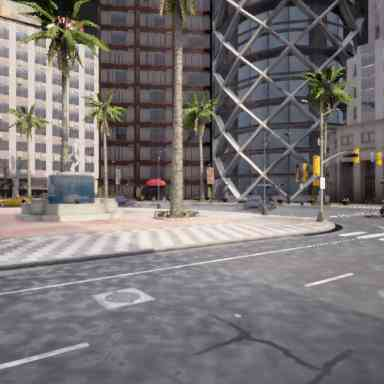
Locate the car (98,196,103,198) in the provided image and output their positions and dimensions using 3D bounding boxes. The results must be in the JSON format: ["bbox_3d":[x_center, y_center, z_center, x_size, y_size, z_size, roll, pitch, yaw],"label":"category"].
[{"bbox_3d":[-16.111,1.525,59.274,4.674,1.442,1.812,0,0,2],"label":"car"}]

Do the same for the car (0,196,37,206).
[{"bbox_3d":[-28.771,1.477,54.451,5.008,1.535,1.882,0,0,-14],"label":"car"}]

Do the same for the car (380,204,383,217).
[{"bbox_3d":[18.320,1.351,27.644,2.097,1.767,4.553,0,0,-36],"label":"car"}]

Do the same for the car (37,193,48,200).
[{"bbox_3d":[-25.907,1.221,58.669,5.566,2.045,2.150,0,0,-10],"label":"car"}]

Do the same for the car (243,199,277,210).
[{"bbox_3d":[8.326,1.563,40.882,1.994,1.385,4.181,0,0,-42],"label":"car"}]

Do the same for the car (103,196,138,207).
[{"bbox_3d":[-10.807,1.350,51.726,4.553,1.767,2.097,0,0,9],"label":"car"}]

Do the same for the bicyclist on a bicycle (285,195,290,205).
[{"bbox_3d":[15.713,1.299,54.572,0.582,1.620,1.656,0,0,42],"label":"bicyclist on a bicycle"}]
